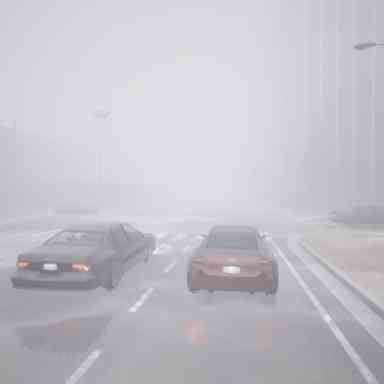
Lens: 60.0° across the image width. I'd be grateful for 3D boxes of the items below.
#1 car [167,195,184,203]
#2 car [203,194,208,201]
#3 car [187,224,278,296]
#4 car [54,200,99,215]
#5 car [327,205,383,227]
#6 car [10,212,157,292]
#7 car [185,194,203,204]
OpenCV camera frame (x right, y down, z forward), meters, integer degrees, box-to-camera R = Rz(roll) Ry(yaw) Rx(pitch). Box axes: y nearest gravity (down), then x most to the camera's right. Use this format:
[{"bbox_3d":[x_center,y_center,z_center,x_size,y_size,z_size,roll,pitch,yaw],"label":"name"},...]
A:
[{"bbox_3d":[-3.077,1.234,58.506,1.812,1.442,4.674,0,0,8],"label":"car"},{"bbox_3d":[2.377,1.181,72.714,1.812,1.442,4.674,0,0,8],"label":"car"},{"bbox_3d":[1.072,1.525,8.688,1.994,1.385,4.181,0,0,8],"label":"car"},{"bbox_3d":[-10.635,1.421,30.678,4.181,1.385,1.994,0,0,24],"label":"car"},{"bbox_3d":[11.729,1.538,21.651,5.357,1.411,2.033,0,0,10],"label":"car"},{"bbox_3d":[-2.425,1.496,8.968,2.033,1.411,5.357,0,0,8],"label":"car"},{"bbox_3d":[0.391,1.246,58.054,1.812,1.442,4.674,0,0,8],"label":"car"}]
